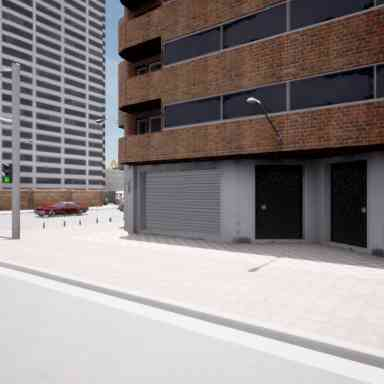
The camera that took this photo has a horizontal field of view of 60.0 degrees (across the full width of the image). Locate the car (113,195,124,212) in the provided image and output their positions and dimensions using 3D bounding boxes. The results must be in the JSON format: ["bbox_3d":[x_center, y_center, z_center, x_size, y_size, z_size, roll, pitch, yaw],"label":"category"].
[{"bbox_3d":[-6.421,1.477,39.057,1.882,1.535,5.008,0,0,35],"label":"car"}]

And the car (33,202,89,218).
[{"bbox_3d":[-12.135,1.601,30.952,1.895,1.301,4.718,0,0,35],"label":"car"}]
